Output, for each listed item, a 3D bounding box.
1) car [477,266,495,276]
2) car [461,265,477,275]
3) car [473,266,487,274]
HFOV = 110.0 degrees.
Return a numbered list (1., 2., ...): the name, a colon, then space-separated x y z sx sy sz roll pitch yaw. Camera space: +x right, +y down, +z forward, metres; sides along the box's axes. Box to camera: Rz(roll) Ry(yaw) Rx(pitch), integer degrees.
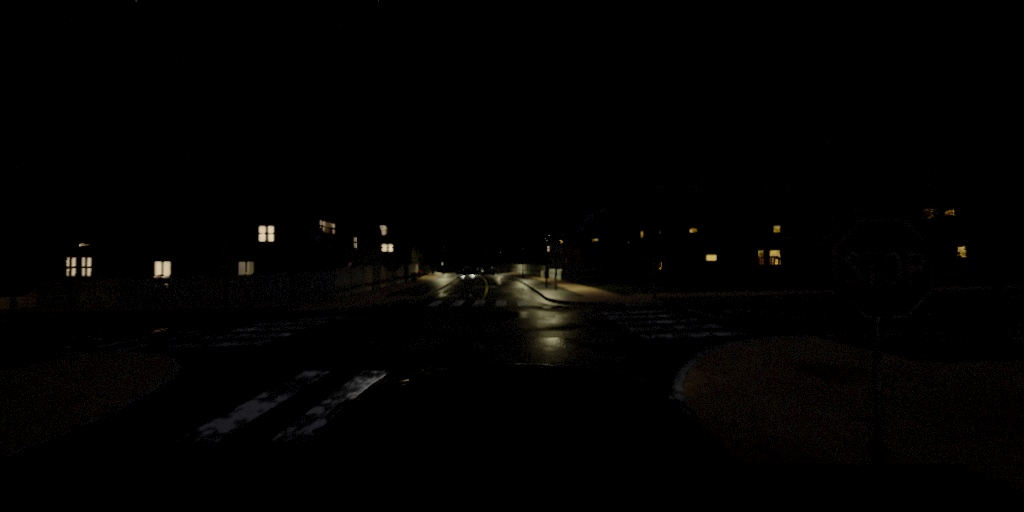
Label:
1. car: -3.726 2.234 54.243 2.033 1.411 5.357 0 -1 -10
2. car: -7.332 2.269 58.705 1.882 1.535 5.008 0 -1 -10
3. car: -5.726 2.501 64.556 1.994 1.385 4.181 0 -2 -12
